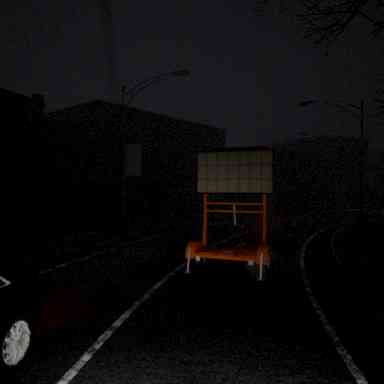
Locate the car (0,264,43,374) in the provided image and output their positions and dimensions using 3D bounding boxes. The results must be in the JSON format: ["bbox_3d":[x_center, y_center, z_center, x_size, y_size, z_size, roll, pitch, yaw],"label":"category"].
[{"bbox_3d":[-3.246,1.499,2.897,1.837,1.490,4.892,0,0,7],"label":"car"}]

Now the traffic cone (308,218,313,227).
[{"bbox_3d":[7.669,1.979,21.525,0.340,0.580,0.340,1,0,23],"label":"traffic cone"}]

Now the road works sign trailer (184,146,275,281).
[{"bbox_3d":[1.319,0.460,10.119,2.380,3.560,2.880,0,0,21],"label":"road works sign trailer"}]

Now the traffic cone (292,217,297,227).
[{"bbox_3d":[6.748,1.967,21.914,0.340,0.580,0.340,1,0,23],"label":"traffic cone"}]
